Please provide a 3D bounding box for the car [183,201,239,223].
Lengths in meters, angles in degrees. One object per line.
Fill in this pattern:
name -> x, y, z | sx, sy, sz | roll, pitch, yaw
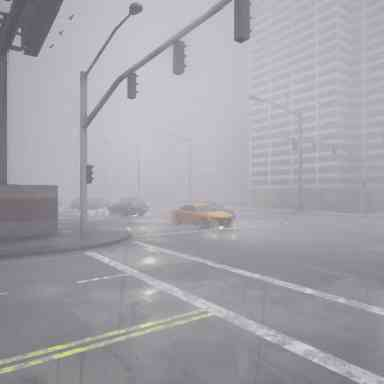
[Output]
car -> 1.396, 1.526, 26.393 | 1.812, 1.442, 4.674 | 0, 0, -37

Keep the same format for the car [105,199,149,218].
car -> -6.080, 1.601, 30.768 | 1.895, 1.301, 4.718 | 0, 0, -35

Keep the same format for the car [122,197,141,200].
car -> -6.682, 1.351, 37.697 | 2.097, 1.767, 4.553 | 0, 0, -35

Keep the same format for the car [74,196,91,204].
car -> -21.519, 1.526, 65.122 | 1.812, 1.442, 4.674 | 0, 0, -35

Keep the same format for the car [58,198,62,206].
car -> -22.956, 1.485, 54.843 | 1.882, 1.535, 5.008 | 0, 0, -35

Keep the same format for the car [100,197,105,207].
car -> -13.321, 1.492, 47.123 | 2.128, 1.511, 4.902 | 0, 0, -35

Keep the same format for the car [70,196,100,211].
car -> -13.804, 1.548, 41.716 | 2.033, 1.411, 5.357 | 0, 0, -35

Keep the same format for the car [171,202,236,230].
car -> 0.551, 1.478, 21.371 | 1.882, 1.535, 5.008 | 0, 0, -35
